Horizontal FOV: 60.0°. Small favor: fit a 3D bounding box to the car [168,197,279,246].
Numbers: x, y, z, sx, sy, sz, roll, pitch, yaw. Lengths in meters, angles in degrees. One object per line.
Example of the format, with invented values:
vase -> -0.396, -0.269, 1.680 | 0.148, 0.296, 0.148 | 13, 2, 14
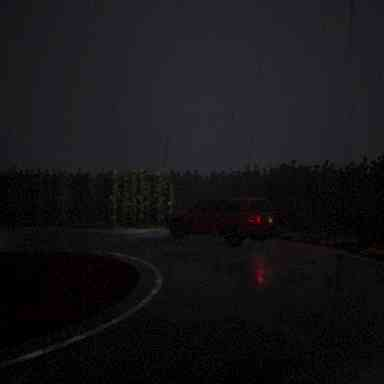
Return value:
car -> 1.290, 1.257, 15.476 | 5.566, 2.045, 2.150 | 0, 0, 44
